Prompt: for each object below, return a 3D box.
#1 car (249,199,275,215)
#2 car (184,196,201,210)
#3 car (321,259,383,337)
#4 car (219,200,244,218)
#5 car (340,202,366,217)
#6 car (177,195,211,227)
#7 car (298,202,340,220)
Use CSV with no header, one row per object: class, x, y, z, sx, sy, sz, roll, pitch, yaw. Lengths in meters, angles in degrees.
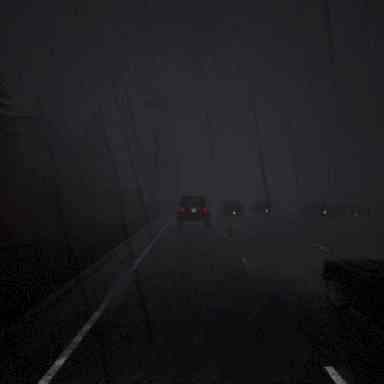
car,7.108,1.523,34.063,1.837,1.490,4.892,0,0,0
car,-0.002,1.377,43.798,2.097,1.767,4.553,0,0,-2
car,3.602,1.603,4.796,1.895,1.301,4.718,0,0,0
car,3.607,1.522,30.798,1.837,1.490,4.892,0,0,0
car,14.106,1.617,30.894,1.895,1.301,4.718,0,0,0
car,0.105,1.234,23.096,2.150,2.045,5.566,0,0,0
car,10.606,1.579,28.523,1.994,1.385,4.181,0,0,0
